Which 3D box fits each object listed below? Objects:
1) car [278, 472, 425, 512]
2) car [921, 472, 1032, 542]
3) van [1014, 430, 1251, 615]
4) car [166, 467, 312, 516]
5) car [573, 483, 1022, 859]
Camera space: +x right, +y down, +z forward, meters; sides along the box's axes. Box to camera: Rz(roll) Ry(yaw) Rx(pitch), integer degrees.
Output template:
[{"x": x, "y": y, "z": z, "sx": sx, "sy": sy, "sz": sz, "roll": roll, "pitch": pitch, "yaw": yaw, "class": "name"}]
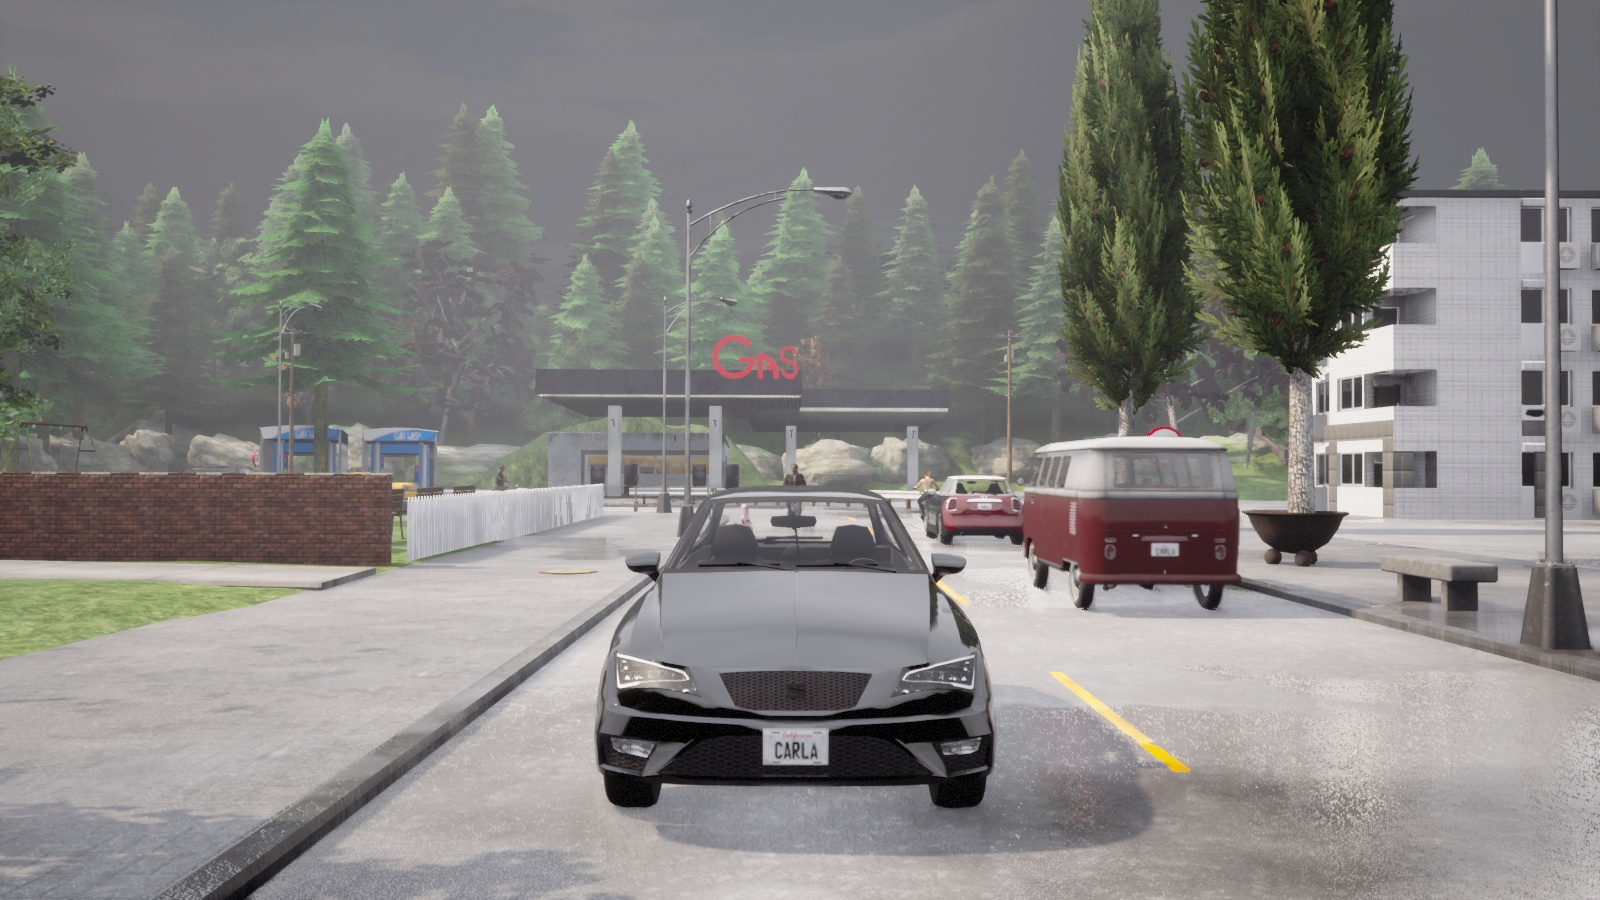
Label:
[{"x": -18.265, "y": 1.685, "z": 51.271, "sx": 5.366, "sy": 1.575, "sz": 1.801, "roll": 0, "pitch": -1, "yaw": -1, "class": "car"}, {"x": 3.918, "y": 1.242, "z": 28.516, "sx": 1.970, "sy": 1.475, "sz": 3.806, "roll": 0, "pitch": -1, "yaw": 0, "class": "car"}, {"x": 3.955, "y": 0.815, "z": 15.742, "sx": 1.775, "sy": 1.987, "sz": 4.442, "roll": 0, "pitch": -1, "yaw": 0, "class": "van"}, {"x": -21.057, "y": 1.549, "z": 47.251, "sx": 4.553, "sy": 1.767, "sz": 2.097, "roll": 0, "pitch": -1, "yaw": 0, "class": "car"}, {"x": -0.019, "y": 0.949, "z": 7.199, "sx": 1.816, "sy": 1.474, "sz": 4.193, "roll": 0, "pitch": -1, "yaw": 0, "class": "car"}]
